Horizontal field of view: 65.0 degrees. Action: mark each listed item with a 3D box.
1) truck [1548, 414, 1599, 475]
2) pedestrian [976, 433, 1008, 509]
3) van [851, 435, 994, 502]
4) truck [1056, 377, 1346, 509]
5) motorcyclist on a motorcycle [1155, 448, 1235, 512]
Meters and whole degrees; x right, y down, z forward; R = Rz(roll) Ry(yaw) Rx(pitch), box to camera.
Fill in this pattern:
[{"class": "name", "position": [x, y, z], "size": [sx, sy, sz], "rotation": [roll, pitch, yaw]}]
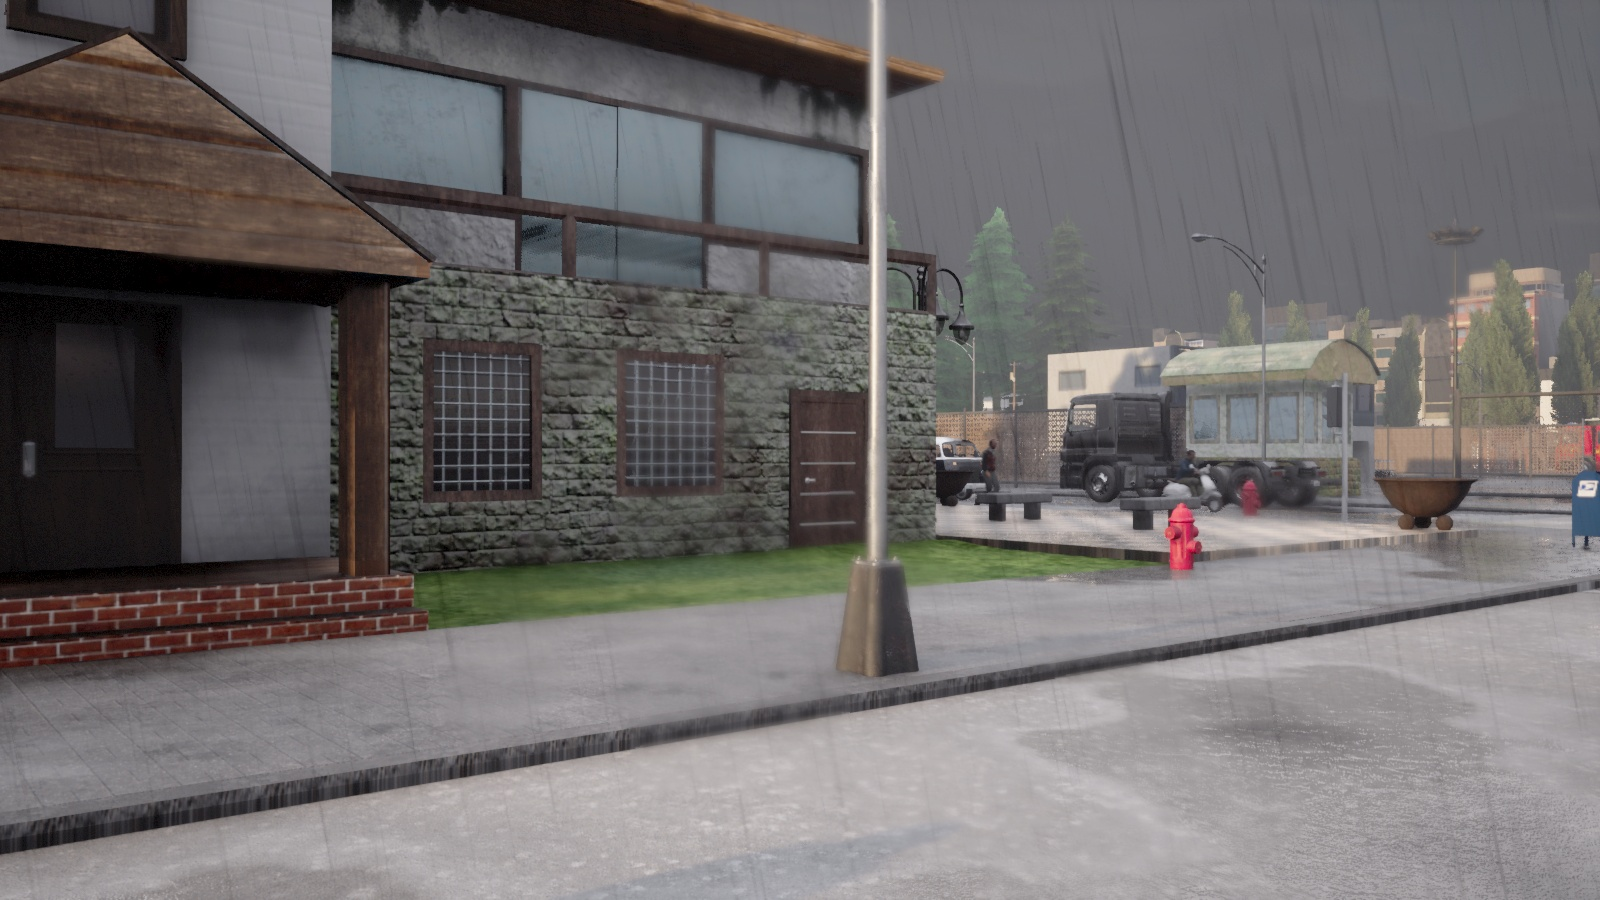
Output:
[{"class": "truck", "position": [52.102, -0.338, 78.686], "size": [2.891, 3.827, 8.468], "rotation": [0, 0, -39]}, {"class": "pedestrian", "position": [4.764, 0.521, 31.139], "size": [0.376, 1.854, 0.720], "rotation": [0, 0, -39]}, {"class": "van", "position": [3.880, 0.559, 40.418], "size": [2.069, 2.038, 4.480], "rotation": [0, 0, -38]}, {"class": "truck", "position": [11.571, -0.171, 37.101], "size": [2.891, 3.462, 7.936], "rotation": [0, 0, -37]}, {"class": "motorcyclist on a motorcycle", "position": [10.184, 0.756, 32.425], "size": [0.866, 1.590, 1.817], "rotation": [0, 0, -38]}]
